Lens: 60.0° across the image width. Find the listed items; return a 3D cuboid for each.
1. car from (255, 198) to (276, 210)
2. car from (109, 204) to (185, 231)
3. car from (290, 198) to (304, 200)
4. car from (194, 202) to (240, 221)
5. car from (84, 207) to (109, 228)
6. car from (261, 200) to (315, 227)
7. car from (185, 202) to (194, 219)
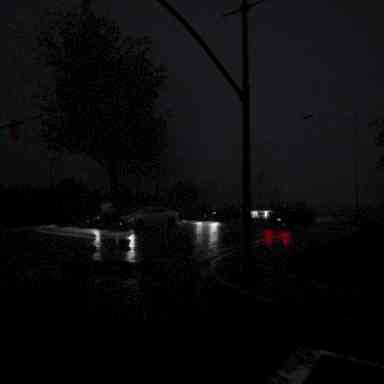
[{"bbox_3d":[10.260,1.605,44.809,1.882,1.535,5.008,-1,0,37],"label":"car"},{"bbox_3d":[-2.908,1.698,22.331,1.812,1.442,4.674,-1,0,40],"label":"car"},{"bbox_3d":[13.576,1.590,43.400,1.837,1.490,4.892,-1,-1,37],"label":"car"},{"bbox_3d":[2.525,1.685,29.142,1.812,1.442,4.674,-1,0,38],"label":"car"},{"bbox_3d":[-5.616,1.737,24.549,1.812,1.442,4.674,-1,0,40],"label":"car"},{"bbox_3d":[7.191,1.574,23.584,2.128,1.511,4.902,-1,0,39],"label":"car"},{"bbox_3d":[0.114,1.688,31.734,2.128,1.511,4.902,-1,0,38],"label":"car"}]
